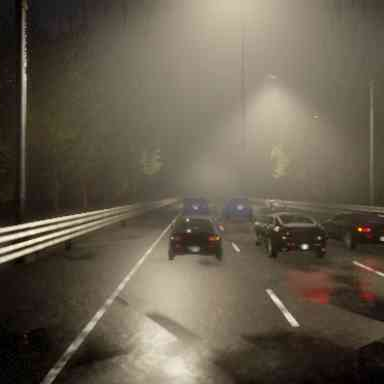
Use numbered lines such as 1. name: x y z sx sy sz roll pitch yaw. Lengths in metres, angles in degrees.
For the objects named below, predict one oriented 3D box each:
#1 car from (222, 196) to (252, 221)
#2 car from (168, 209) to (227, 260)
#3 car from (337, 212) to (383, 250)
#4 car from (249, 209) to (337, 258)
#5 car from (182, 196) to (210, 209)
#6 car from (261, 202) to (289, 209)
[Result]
1. car: 3.846 1.366 28.641 2.150 2.045 5.566 0 0 1
2. car: 0.134 1.590 12.558 1.812 1.442 4.674 0 0 1
3. car: 7.168 1.601 14.613 1.812 1.442 4.674 0 -1 1
4. car: 3.642 1.566 13.039 1.837 1.490 4.892 0 -2 1
5. car: 0.346 1.367 28.709 2.150 2.045 5.566 0 0 1
6. car: 7.372 1.640 29.736 2.128 1.511 4.902 0 0 1
